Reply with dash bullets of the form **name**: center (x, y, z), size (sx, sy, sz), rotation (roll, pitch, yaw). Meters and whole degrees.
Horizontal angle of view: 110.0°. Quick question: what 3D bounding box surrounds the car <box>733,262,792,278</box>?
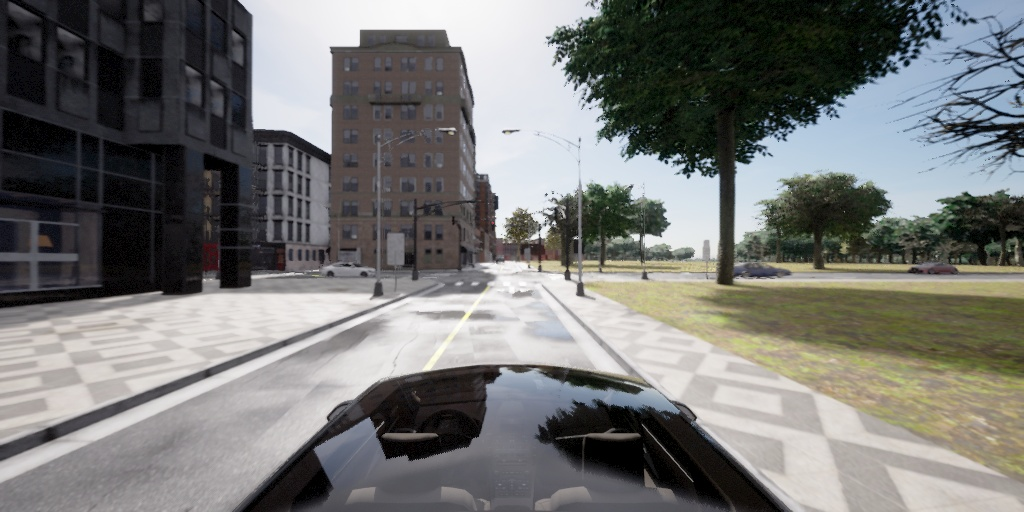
- **car**: center (21.036, 1.259, 31.079), size (5.357, 1.411, 2.033), rotation (0, -1, 0)

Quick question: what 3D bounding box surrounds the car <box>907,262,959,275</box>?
- **car**: center (47.922, 1.419, 40.880), size (4.181, 1.385, 1.994), rotation (0, -1, 0)

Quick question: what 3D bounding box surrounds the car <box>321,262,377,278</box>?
- **car**: center (-13.988, 1.259, 31.015), size (4.674, 1.442, 1.812), rotation (1, -1, 0)
